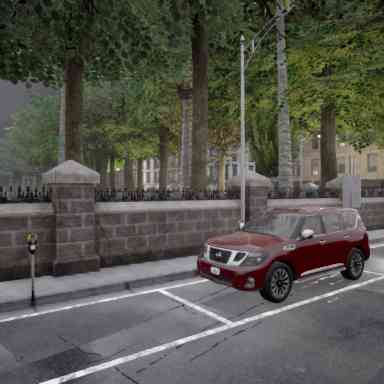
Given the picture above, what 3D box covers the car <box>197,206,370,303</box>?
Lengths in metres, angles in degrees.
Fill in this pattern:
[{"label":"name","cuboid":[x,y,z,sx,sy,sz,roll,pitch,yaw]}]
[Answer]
[{"label":"car","cuboid":[2.516,1.317,8.386,5.009,1.841,2.192,0,0,-36]}]
